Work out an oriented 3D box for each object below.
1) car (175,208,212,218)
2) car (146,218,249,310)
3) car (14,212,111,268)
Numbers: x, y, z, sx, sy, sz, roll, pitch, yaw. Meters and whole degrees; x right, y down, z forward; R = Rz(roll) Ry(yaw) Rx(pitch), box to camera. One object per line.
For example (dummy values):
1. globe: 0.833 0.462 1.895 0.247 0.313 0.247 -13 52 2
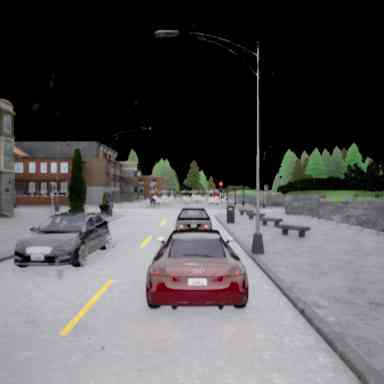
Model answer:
1. car: 0.072 1.531 17.123 2.033 1.411 5.357 0 0 0
2. car: 0.090 1.556 7.887 1.994 1.385 4.181 0 0 0
3. car: -4.111 1.481 11.304 2.128 1.511 4.902 0 0 0
